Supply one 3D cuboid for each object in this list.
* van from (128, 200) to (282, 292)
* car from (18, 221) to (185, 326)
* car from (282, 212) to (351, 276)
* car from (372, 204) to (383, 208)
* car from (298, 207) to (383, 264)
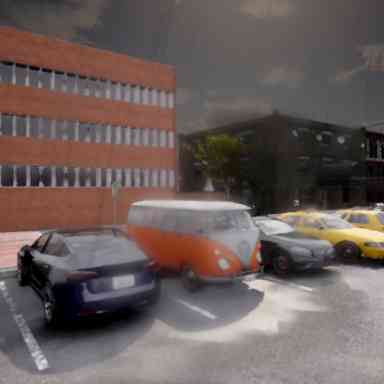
[{"bbox_3d":[-0.067,1.229,8.794,1.878,1.987,4.442,0,0,-36],"label":"van"},{"bbox_3d":[-2.451,1.499,7.273,2.163,1.488,4.792,0,0,-36],"label":"car"},{"bbox_3d":[2.165,1.481,10.533,2.002,1.452,4.674,0,0,-36],"label":"car"},{"bbox_3d":[6.659,1.409,13.964,1.946,1.575,5.366,0,0,-36],"label":"car"},{"bbox_3d":[4.574,1.423,12.021,1.946,1.575,5.366,0,0,-35],"label":"car"}]
